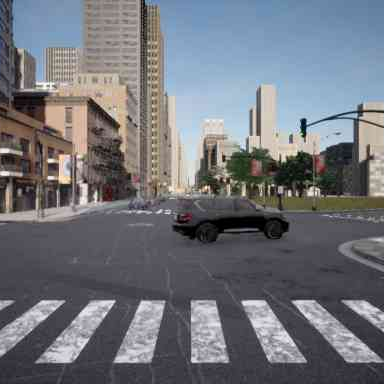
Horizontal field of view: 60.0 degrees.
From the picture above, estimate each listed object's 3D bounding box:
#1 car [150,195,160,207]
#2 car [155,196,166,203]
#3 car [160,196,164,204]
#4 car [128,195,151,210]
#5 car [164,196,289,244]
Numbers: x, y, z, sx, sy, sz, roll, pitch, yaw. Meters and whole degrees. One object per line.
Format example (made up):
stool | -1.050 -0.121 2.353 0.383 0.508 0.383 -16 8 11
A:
car | -6.616 1.294 50.596 2.097 1.767 4.553 0 0 0
car | -6.520 1.501 69.779 1.895 1.301 4.718 0 0 0
car | -6.599 1.491 59.647 1.994 1.385 4.181 0 0 0
car | -6.637 1.483 41.544 1.812 1.442 4.674 0 0 0
car | 1.786 1.216 15.717 5.566 2.045 2.150 0 0 -18
